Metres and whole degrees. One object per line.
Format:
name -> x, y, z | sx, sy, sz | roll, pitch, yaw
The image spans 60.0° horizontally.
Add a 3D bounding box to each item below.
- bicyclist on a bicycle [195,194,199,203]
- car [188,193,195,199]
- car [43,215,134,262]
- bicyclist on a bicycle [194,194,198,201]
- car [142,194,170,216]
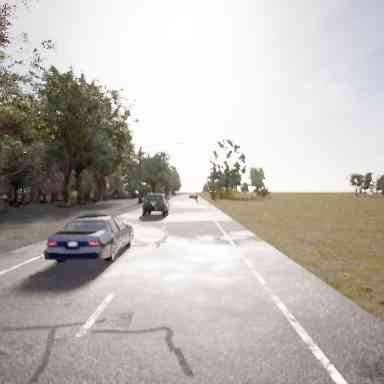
bicyclist on a bicycle -> 0.972, 1.338, 66.383 | 0.582, 1.620, 1.656 | 0, -1, 0
car -> 0.012, 1.194, 93.288 | 2.033, 1.411, 5.357 | 0, 0, 0
car -> -3.396, 1.526, 11.946 | 2.033, 1.411, 5.357 | 0, 0, 0
bicyclist on a bicycle -> 0.971, 1.306, 75.526 | 0.866, 1.612, 1.509 | 0, 0, 0
car -> -3.398, 1.165, 32.021 | 2.150, 2.045, 5.566 | 0, 0, 0
